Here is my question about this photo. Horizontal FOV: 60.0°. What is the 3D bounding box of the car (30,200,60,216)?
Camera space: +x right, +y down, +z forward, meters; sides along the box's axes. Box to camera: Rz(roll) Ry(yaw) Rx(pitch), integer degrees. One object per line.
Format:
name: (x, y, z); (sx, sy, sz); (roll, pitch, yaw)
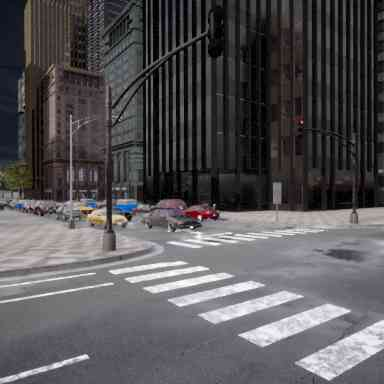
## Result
car: (-17.729, 1.899, 40.452); (2.192, 1.841, 5.009); (-1, 0, -35)

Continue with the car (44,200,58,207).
car: (-31.824, 2.593, 74.905); (1.947, 1.339, 4.313); (-1, 0, -35)

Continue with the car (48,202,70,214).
car: (-18.652, 2.171, 46.433); (1.812, 1.442, 4.674); (0, -1, -35)

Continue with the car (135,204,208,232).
car: (-1.565, 1.793, 22.397); (2.033, 1.411, 5.357); (0, -1, -36)

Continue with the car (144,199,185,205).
car: (-2.381, 1.667, 33.629); (2.192, 1.841, 5.009); (-1, 0, -35)

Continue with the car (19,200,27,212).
car: (-23.400, 2.155, 48.407); (1.967, 1.590, 4.097); (-1, 0, -35)

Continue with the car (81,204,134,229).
car: (-6.277, 1.842, 24.403); (1.752, 1.417, 4.829); (-1, 0, -35)

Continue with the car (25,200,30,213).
car: (-20.561, 2.195, 44.430); (1.887, 1.381, 4.507); (-1, 0, -35)

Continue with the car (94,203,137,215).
car: (-7.133, 1.978, 30.204); (1.895, 1.301, 4.718); (0, -1, -36)

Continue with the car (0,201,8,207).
car: (-44.502, 2.769, 77.998); (1.802, 1.307, 4.206); (-1, 0, -35)

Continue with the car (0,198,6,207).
car: (-41.381, 2.665, 73.620); (1.887, 1.381, 4.507); (-1, 0, -35)

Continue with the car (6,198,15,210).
car: (-32.015, 2.352, 60.486); (1.967, 1.590, 4.097); (-1, 0, -35)

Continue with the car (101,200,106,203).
car: (-11.228, 1.874, 46.064); (2.192, 1.841, 5.009); (-1, 0, -35)

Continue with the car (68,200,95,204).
car: (-12.801, 1.987, 38.168); (1.882, 1.535, 5.008); (0, -1, -35)

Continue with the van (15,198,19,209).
van: (-26.239, 2.121, 52.385); (1.690, 1.788, 3.998); (-1, 0, -35)

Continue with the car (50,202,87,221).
car: (-12.049, 2.003, 32.496); (2.008, 1.369, 4.403); (-1, 0, -35)

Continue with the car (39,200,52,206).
car: (-34.846, 2.658, 79.141); (1.947, 1.339, 4.313); (-1, 0, -35)

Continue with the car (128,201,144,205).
car: (-5.324, 2.003, 37.774); (1.802, 1.307, 4.206); (-1, 0, -35)

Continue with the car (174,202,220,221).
car: (0.573, 1.827, 29.484); (1.887, 1.381, 4.507); (-1, 0, -35)

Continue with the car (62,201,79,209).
car: (-22.762, 2.405, 62.199); (1.802, 1.307, 4.206); (-1, 0, -35)

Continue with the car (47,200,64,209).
car: (-25.024, 2.314, 60.791); (1.882, 1.535, 5.008); (0, -1, -35)

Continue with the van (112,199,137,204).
van: (-8.279, 1.831, 41.919); (1.690, 1.788, 3.998); (-1, 0, -35)
